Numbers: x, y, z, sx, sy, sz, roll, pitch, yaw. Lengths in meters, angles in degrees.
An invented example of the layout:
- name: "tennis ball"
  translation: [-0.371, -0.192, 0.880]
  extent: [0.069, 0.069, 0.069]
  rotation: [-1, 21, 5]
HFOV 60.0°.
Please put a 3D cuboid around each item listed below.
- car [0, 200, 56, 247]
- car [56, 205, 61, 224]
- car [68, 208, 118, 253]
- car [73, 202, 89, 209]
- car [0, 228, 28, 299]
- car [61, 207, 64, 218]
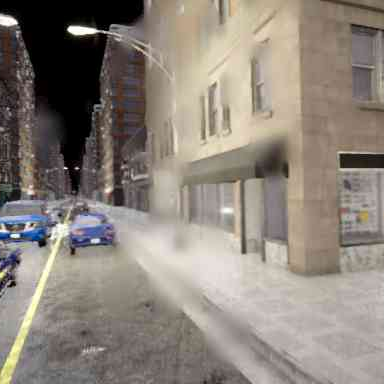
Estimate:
- name: "car"
  translation: [-8.058, 1.450, 16.073]
  extent: [2.150, 2.045, 5.566]
  rotation: [-1, 0, -19]
- name: "car"
  translation: [-11.368, 1.860, 25.627]
  extent: [1.812, 1.442, 4.674]
  rotation: [-1, 0, -19]
- name: "car"
  translation: [-4.328, 1.657, 14.423]
  extent: [1.812, 1.442, 4.674]
  rotation: [-1, 0, -19]
- name: "car"
  translation: [-14.344, 1.975, 43.092]
  extent: [1.812, 1.442, 4.674]
  rotation: [-1, 0, -19]
- name: "car"
  translation: [-4.811, 1.727, 6.786]
  extent: [1.895, 1.301, 4.718]
  rotation: [-1, 0, -19]
- name: "car"
  translation: [-14.646, 2.039, 35.146]
  extent: [1.895, 1.301, 4.718]
  rotation: [-1, 0, -18]
